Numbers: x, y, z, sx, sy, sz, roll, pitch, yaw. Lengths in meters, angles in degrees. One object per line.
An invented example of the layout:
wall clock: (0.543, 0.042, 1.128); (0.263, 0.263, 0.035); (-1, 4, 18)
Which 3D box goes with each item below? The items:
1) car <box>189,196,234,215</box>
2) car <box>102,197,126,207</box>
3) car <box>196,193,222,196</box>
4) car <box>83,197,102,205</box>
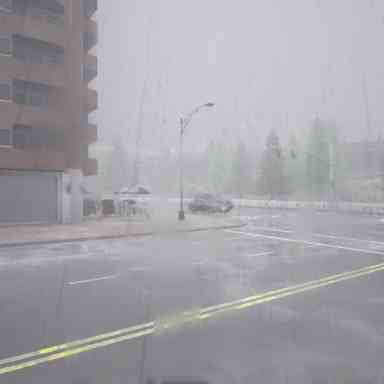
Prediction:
car: (1.568, 1.436, 33.275); (2.128, 1.511, 4.902); (0, 0, -35)
car: (-10.524, 1.470, 48.454); (4.674, 1.442, 1.812); (0, 0, 37)
car: (2.352, 1.165, 38.245); (2.150, 2.045, 5.566); (0, 0, -35)
car: (-16.540, 1.492, 55.748); (5.357, 1.411, 2.033); (0, 0, 20)
